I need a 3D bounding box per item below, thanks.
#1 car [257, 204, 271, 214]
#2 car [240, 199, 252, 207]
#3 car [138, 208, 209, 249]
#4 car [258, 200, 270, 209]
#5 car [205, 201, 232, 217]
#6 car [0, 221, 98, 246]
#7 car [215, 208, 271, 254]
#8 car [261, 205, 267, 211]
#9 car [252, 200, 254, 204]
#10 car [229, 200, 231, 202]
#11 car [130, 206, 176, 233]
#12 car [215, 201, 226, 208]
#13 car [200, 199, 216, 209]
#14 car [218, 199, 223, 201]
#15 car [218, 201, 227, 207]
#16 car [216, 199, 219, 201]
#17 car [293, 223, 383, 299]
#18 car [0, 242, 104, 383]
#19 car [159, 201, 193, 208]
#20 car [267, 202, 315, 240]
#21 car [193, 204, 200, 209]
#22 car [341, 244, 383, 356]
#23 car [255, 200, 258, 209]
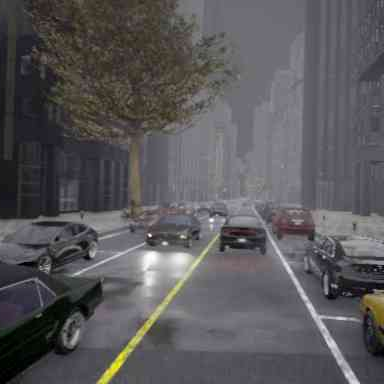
[{"bbox_3d":[11.274,2.566,52.169,1.887,1.381,4.507,1,-1,9],"label":"car"},{"bbox_3d":[13.274,2.870,81.056,1.994,1.385,4.181,1,-1,9],"label":"car"},{"bbox_3d":[-0.651,1.741,16.105,2.033,1.411,5.357,1,-1,9],"label":"car"},{"bbox_3d":[8.573,2.038,35.860,2.192,1.841,5.009,1,-1,9],"label":"car"},{"bbox_3d":[3.123,2.148,38.269,2.033,1.411,5.357,1,-1,10],"label":"car"},{"bbox_3d":[-4.353,1.575,10.061,1.947,1.339,4.313,1,-1,9],"label":"car"},{"bbox_3d":[2.340,1.747,15.182,1.882,1.535,5.008,1,-1,9],"label":"car"},{"bbox_3d":[7.664,2.189,30.419,1.947,1.339,4.313,1,-1,9],"label":"car"},{"bbox_3d":[13.981,2.886,68.481,1.947,1.339,4.313,1,-1,9],"label":"car"},{"bbox_3d":[8.281,2.952,86.190,2.008,1.369,4.403,1,-1,9],"label":"car"},{"bbox_3d":[-2.549,1.788,20.936,1.802,1.307,4.206,1,-1,9],"label":"car"},{"bbox_3d":[6.476,2.751,75.315,2.008,1.369,4.403,1,-1,9],"label":"car"},{"bbox_3d":[1.967,2.142,48.127,1.967,1.590,4.097,1,-1,9],"label":"car"},{"bbox_3d":[5.580,2.416,69.881,2.192,1.841,5.009,1,-1,9],"label":"car"},{"bbox_3d":[7.351,2.823,80.586,1.752,1.417,4.829,1,-1,9],"label":"car"},{"bbox_3d":[2.839,2.324,53.396,1.752,1.417,4.829,1,-1,9],"label":"car"},{"bbox_3d":[4.056,1.780,8.670,2.008,1.369,4.403,1,-1,9],"label":"car"},{"bbox_3d":[-2.747,1.569,3.490,1.895,1.301,4.718,1,-1,9],"label":"car"},{"bbox_3d":[-1.639,1.620,26.378,2.192,1.841,5.009,1,-1,9],"label":"car"},{"bbox_3d":[5.866,1.741,19.548,2.192,1.841,5.009,1,-1,9],"label":"car"},{"bbox_3d":[-0.740,1.844,31.814,1.967,1.590,4.097,1,-1,9],"label":"car"},{"bbox_3d":[3.182,1.660,3.401,1.752,1.417,4.829,1,-1,9],"label":"car"},{"bbox_3d":[10.378,2.237,46.735,2.192,1.841,5.009,1,-1,9],"label":"car"}]
